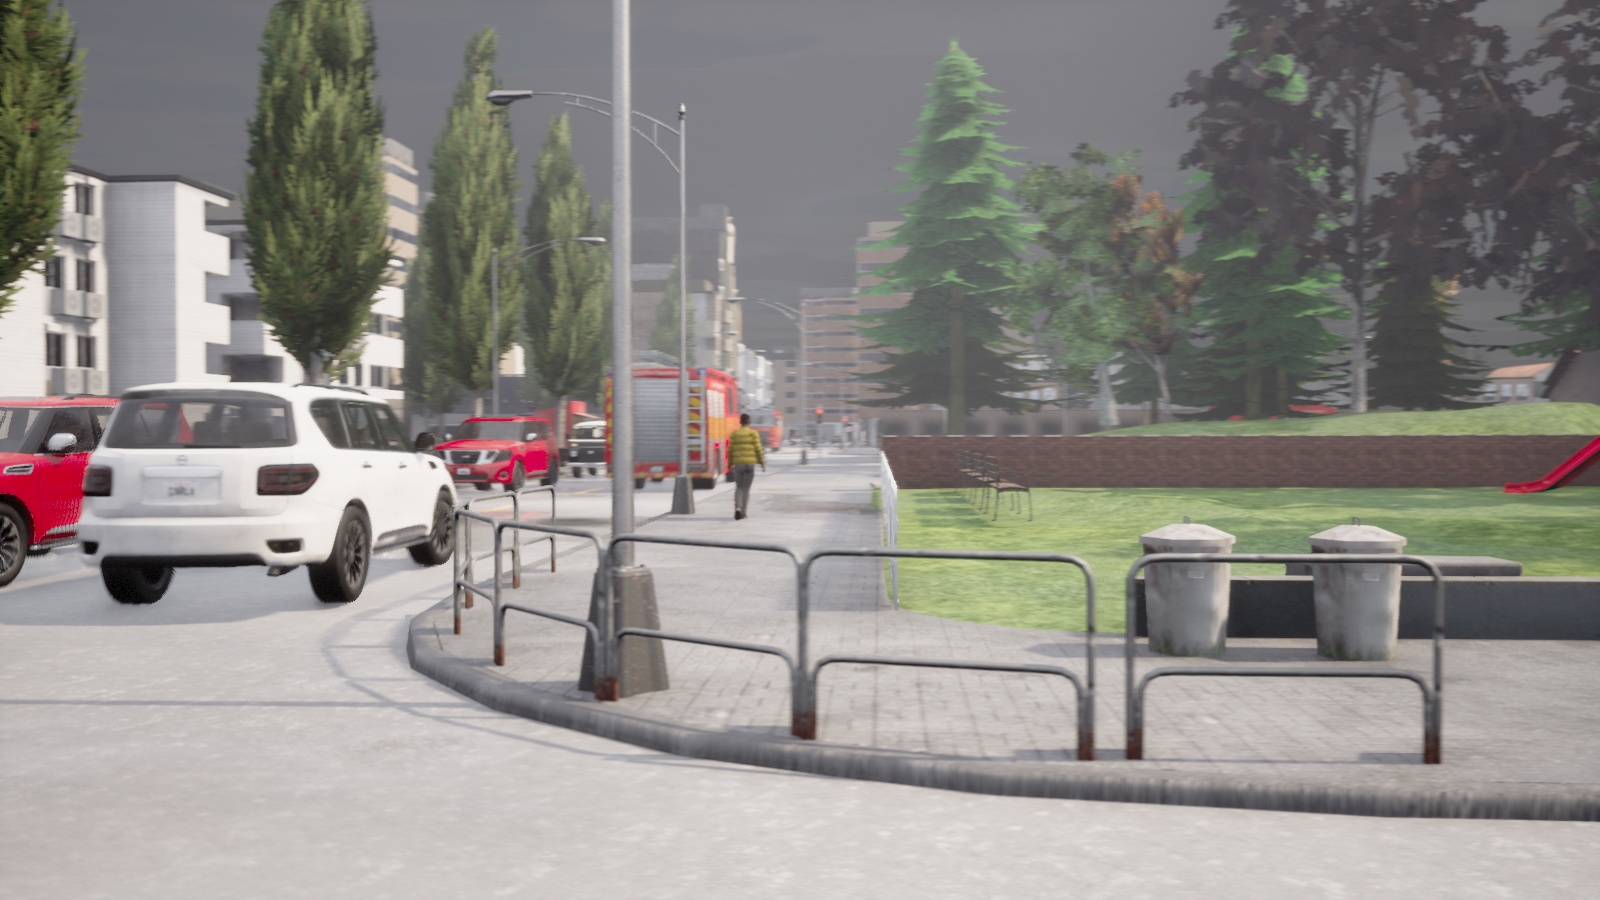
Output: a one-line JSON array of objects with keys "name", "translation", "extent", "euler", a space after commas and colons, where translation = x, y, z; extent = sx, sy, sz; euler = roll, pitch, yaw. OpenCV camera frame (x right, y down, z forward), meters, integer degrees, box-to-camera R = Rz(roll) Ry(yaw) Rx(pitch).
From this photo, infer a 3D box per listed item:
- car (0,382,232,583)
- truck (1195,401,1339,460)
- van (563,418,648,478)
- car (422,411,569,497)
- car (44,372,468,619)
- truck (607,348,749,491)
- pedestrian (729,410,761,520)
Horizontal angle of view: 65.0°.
[{"name": "car", "translation": [-9.080, 0.303, 14.587], "extent": [2.150, 2.045, 5.566], "euler": [0, 1, 4]}, {"name": "truck", "translation": [30.915, -1.310, 83.409], "extent": [8.468, 3.827, 2.891], "euler": [0, 1, 3]}, {"name": "van", "translation": [-6.963, -0.098, 45.386], "extent": [2.069, 2.038, 4.480], "euler": [0, 1, 4]}, {"name": "car", "translation": [-7.826, 0.061, 32.920], "extent": [2.150, 2.045, 5.566], "euler": [0, 1, 4]}, {"name": "car", "translation": [-5.235, 0.341, 13.181], "extent": [2.150, 2.045, 5.566], "euler": [0, 1, -2]}, {"name": "truck", "translation": [-3.462, -0.868, 37.959], "extent": [2.891, 3.827, 8.468], "euler": [0, 1, 4]}, {"name": "pedestrian", "translation": [-0.924, 0.244, 21.267], "extent": [0.431, 1.840, 0.709], "euler": [0, 1, 7]}]
